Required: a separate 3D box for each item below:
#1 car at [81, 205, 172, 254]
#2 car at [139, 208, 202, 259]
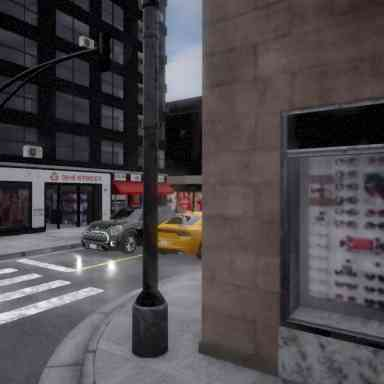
[{"bbox_3d":[-2.319,1.366,13.813,2.097,1.767,4.553,0,0,33],"label":"car"},{"bbox_3d":[0.465,1.501,12.860,1.882,1.535,5.008,0,0,33],"label":"car"}]
